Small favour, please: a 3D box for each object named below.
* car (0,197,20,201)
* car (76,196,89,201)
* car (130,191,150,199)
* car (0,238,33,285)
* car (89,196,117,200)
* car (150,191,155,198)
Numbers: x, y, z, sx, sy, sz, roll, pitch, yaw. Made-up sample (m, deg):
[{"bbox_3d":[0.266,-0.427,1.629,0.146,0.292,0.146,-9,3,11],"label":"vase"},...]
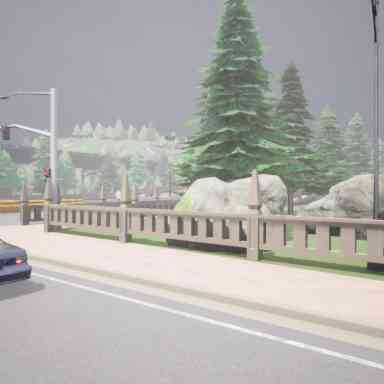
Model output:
[{"bbox_3d":[-22.997,1.601,38.495,1.895,1.301,4.718,0,0,36],"label":"car"},{"bbox_3d":[-17.995,1.445,57.460,1.882,1.535,5.008,0,1,36],"label":"car"},{"bbox_3d":[-11.013,0.986,61.202,2.150,2.045,5.566,0,2,36],"label":"car"},{"bbox_3d":[-6.146,1.547,8.340,5.357,1.411,2.033,0,0,36],"label":"car"},{"bbox_3d":[-13.110,1.476,52.261,2.128,1.511,4.902,0,1,36],"label":"car"},{"bbox_3d":[-8.849,0.667,70.142,1.837,1.490,4.892,0,4,35],"label":"car"}]
